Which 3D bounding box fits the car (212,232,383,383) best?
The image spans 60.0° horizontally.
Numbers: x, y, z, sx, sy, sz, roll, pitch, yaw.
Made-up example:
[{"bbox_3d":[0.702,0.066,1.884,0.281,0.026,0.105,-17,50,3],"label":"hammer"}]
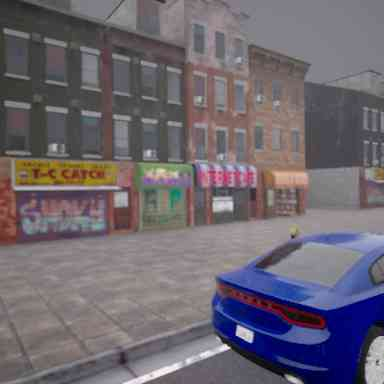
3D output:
[{"bbox_3d":[2.598,1.359,5.119,5.008,1.535,1.882,-2,1,-35],"label":"car"}]
